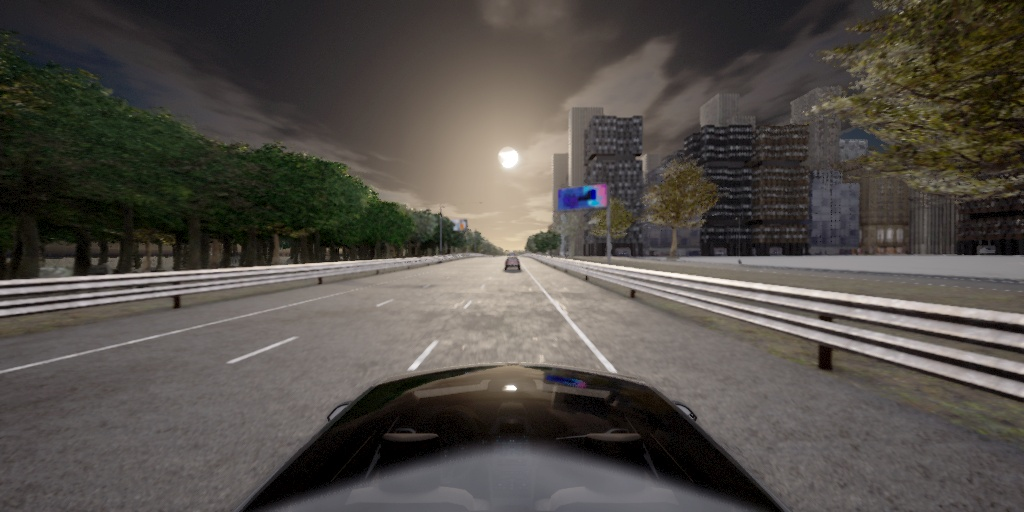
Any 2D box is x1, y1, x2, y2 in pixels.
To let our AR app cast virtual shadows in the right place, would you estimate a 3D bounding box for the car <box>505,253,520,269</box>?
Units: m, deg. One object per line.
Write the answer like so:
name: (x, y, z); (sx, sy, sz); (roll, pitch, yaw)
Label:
car: (0.065, 0.789, 45.204); (2.033, 1.649, 4.856); (0, 1, 0)
